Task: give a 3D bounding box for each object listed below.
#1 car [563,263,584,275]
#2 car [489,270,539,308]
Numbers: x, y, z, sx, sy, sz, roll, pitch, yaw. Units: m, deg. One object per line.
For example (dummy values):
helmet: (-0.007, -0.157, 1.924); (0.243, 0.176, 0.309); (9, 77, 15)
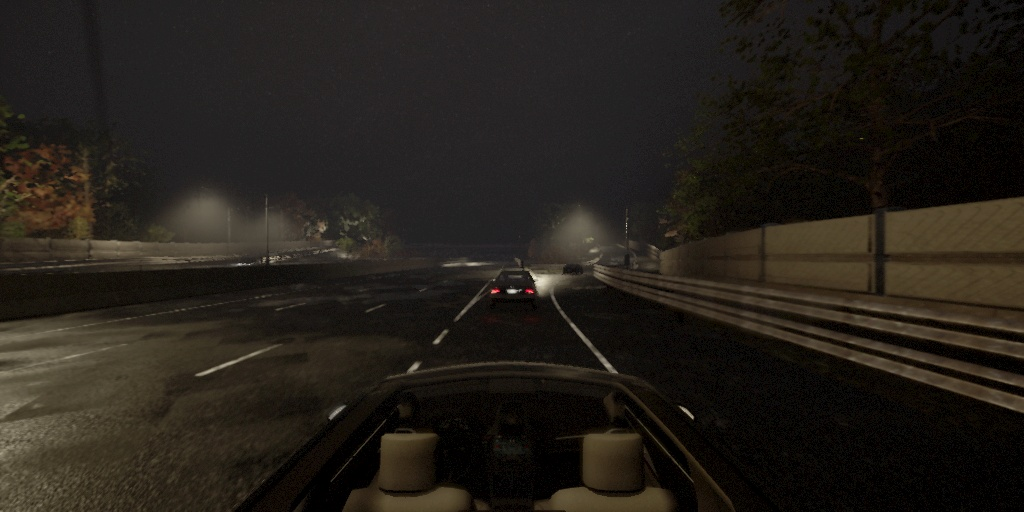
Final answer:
car: (8.393, 1.746, 48.618); (1.882, 1.535, 5.008); (0, -1, 25)
car: (0.139, 1.301, 15.174); (2.033, 1.411, 5.357); (0, 0, 3)
